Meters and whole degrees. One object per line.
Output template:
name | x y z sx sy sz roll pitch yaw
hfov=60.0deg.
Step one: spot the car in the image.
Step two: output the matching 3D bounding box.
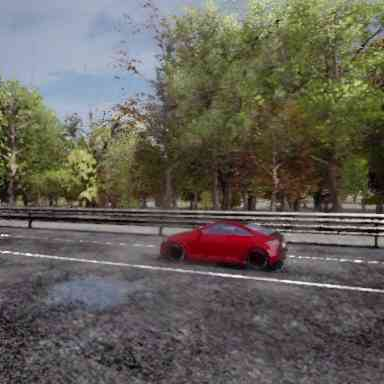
car | 1.030 1.637 11.168 4.181 1.385 1.994 0 0 25
